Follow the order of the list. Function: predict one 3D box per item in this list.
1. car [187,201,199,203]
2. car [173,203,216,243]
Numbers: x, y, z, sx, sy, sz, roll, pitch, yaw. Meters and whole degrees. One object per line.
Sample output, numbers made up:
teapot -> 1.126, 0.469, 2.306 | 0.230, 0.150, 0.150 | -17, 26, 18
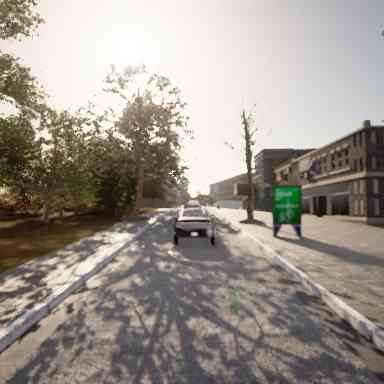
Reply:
car -> 0.096, 1.626, 34.021 | 1.812, 1.442, 4.674 | 0, -1, 0
car -> 0.101, 1.502, 16.008 | 2.128, 1.511, 4.902 | 0, 0, 0
